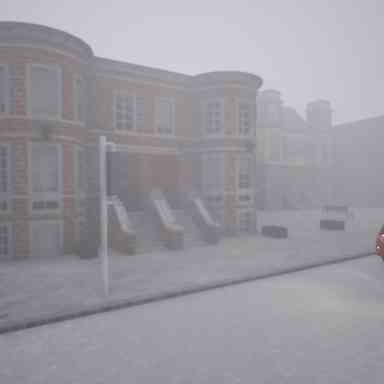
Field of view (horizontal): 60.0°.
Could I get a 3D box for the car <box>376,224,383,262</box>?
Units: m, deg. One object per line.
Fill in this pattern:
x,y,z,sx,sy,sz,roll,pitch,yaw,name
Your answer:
7.512,0.988,9.285,5.566,2.045,2.150,-1,1,-32,car
